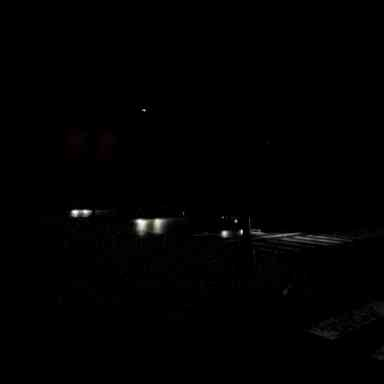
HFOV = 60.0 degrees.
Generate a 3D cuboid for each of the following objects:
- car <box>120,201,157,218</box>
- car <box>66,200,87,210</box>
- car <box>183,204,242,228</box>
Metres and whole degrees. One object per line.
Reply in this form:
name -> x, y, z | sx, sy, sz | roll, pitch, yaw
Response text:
car -> -5.121, 1.582, 31.468 | 1.882, 1.535, 5.008 | 0, 0, -35
car -> -16.417, 1.778, 47.290 | 1.895, 1.301, 4.718 | 0, 0, -35
car -> 1.281, 1.553, 22.559 | 2.128, 1.511, 4.902 | 0, 0, -36
